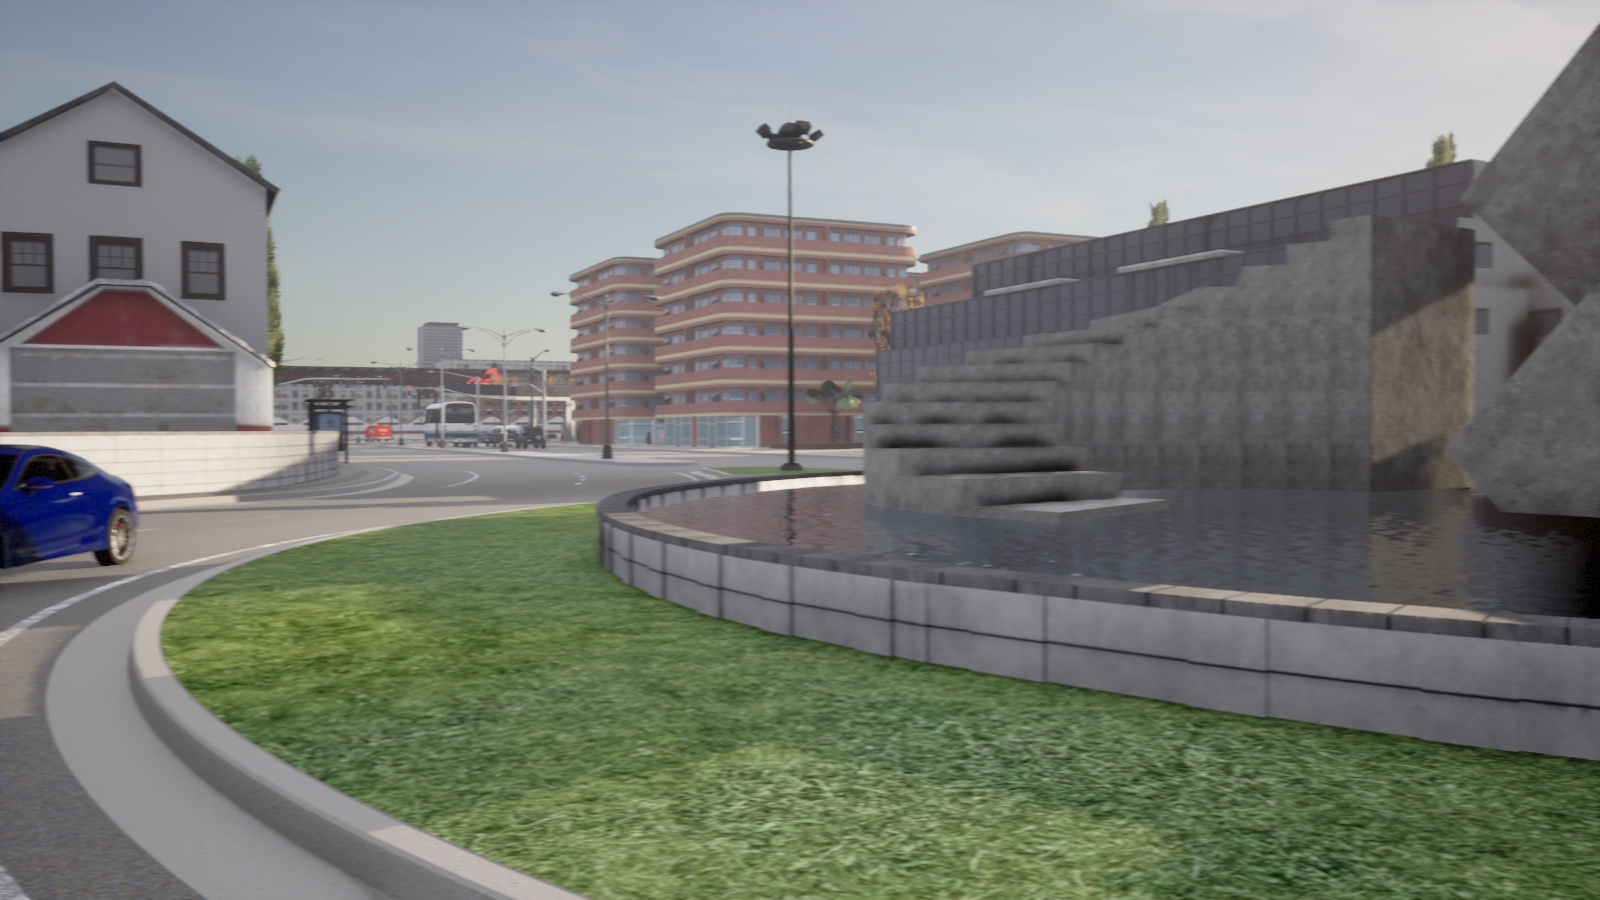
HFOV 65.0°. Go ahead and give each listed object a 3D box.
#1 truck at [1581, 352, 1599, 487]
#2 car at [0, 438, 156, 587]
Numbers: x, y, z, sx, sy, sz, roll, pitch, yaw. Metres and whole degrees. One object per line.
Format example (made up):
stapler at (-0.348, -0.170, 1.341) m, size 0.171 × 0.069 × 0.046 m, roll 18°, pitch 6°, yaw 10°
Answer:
truck at (26.305, -0.811, 33.776) m, size 2.891 × 3.827 × 8.468 m, roll -1°, pitch 1°, yaw -43°
car at (-8.845, 0.605, 13.420) m, size 1.812 × 1.442 × 4.674 m, roll 0°, pitch 1°, yaw -4°
